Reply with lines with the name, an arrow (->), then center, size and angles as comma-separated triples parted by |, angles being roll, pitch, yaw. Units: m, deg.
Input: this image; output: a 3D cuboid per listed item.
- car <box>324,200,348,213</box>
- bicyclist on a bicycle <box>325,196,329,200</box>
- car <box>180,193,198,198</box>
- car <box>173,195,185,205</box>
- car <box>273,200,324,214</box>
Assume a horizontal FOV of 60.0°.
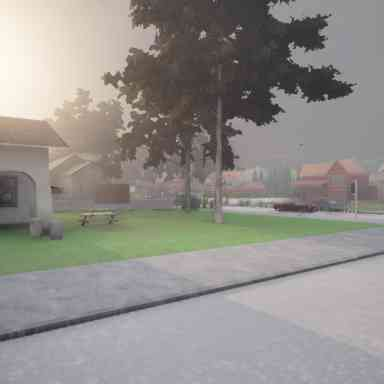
car -> 14.564, 1.547, 37.218 | 2.033, 1.411, 5.357 | 0, 0, -36
bicyclist on a bicycle -> 16.758, 1.349, 41.316 | 1.656, 1.620, 0.582 | 0, 0, -36
car -> -1.129, 1.223, 58.924 | 2.150, 2.045, 5.566 | 0, 0, -35
car -> -2.133, 1.564, 53.261 | 1.994, 1.385, 4.181 | 0, 0, -35
car -> 10.950, 1.601, 35.009 | 1.895, 1.301, 4.718 | 0, 0, -36
